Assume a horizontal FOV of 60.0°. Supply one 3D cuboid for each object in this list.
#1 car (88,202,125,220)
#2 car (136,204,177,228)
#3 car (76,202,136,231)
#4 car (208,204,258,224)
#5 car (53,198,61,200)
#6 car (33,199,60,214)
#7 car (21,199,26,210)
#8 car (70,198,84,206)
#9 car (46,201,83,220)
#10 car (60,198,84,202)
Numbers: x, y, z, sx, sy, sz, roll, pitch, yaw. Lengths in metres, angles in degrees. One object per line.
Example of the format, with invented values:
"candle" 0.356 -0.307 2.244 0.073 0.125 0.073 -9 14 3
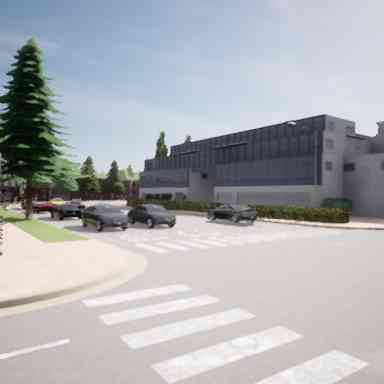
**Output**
"car" -8.013 1.718 31.011 1.994 1.385 4.181 1 -1 -35
"car" -2.898 1.660 23.713 1.837 1.490 4.892 1 0 -35
"car" -5.687 1.616 21.599 1.837 1.490 4.892 1 -1 -35
"car" 3.236 1.738 27.290 2.128 1.511 4.902 1 0 -34
"car" -19.279 1.632 47.599 1.882 1.535 5.008 1 0 -31
"car" -16.669 1.708 37.307 1.895 1.301 4.718 1 -1 -34
"car" -22.279 1.635 45.820 1.812 1.442 4.674 1 0 -32
"car" -21.715 1.842 63.171 1.895 1.301 4.718 1 0 -12
"car" -11.010 1.710 29.177 1.895 1.301 4.718 1 -1 -35
"car" -13.744 1.753 39.221 1.895 1.301 4.718 1 -1 -35
